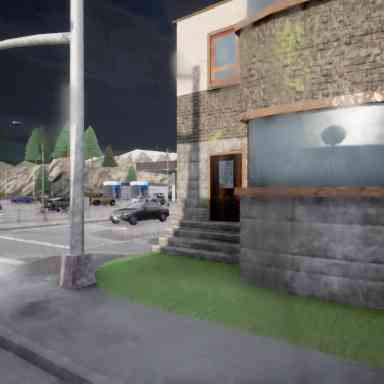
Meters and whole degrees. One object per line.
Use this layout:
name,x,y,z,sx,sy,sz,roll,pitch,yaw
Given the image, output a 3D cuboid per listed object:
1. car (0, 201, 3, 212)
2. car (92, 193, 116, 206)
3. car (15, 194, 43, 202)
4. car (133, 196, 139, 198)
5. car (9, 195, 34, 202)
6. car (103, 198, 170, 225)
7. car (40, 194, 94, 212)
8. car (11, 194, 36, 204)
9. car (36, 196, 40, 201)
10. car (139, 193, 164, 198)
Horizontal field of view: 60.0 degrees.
car,-20.215,1.247,31.575,1.970,1.475,3.806,0,0,35
car,-13.059,1.113,47.405,1.932,1.855,4.605,0,0,35
car,-36.223,1.346,74.062,2.152,1.636,5.027,0,0,35
car,-8.202,1.376,54.355,1.970,1.475,3.806,0,0,35
car,-38.816,1.355,75.828,2.007,1.523,4.514,0,0,35
car,-3.408,1.349,22.453,1.812,1.442,4.674,0,0,35
car,-13.159,1.313,35.223,2.007,1.523,4.514,0,0,35
car,-30.968,1.335,60.963,1.845,1.501,3.633,0,0,35
car,-22.827,1.313,55.167,2.007,1.523,4.514,0,0,35
car,-5.838,1.092,51.939,1.905,1.878,3.866,0,0,35
